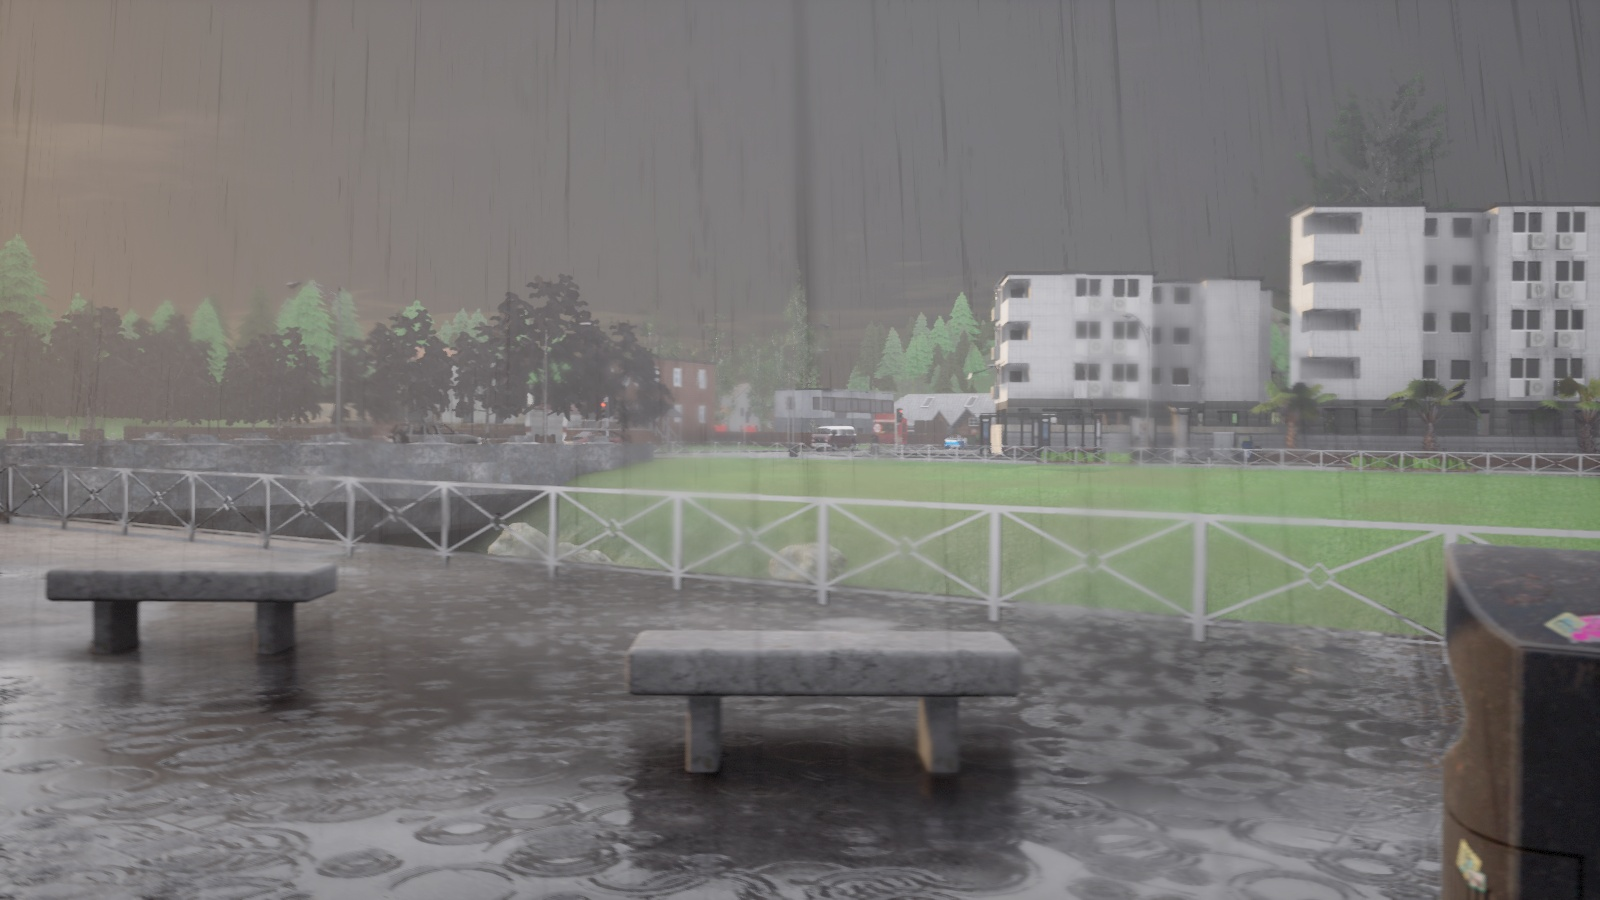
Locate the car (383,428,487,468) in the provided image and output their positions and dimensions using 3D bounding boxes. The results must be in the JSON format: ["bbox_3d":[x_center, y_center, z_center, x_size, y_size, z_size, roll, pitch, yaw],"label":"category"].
[{"bbox_3d":[-17.562,-0.119,60.547,1.932,1.855,4.605,0,1,35],"label":"car"}]

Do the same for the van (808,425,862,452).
[{"bbox_3d":[2.763,-0.912,98.322,2.069,2.038,4.480,0,1,34],"label":"van"}]

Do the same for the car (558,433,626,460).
[{"bbox_3d":[-12.425,-0.204,75.178,1.789,1.549,3.705,0,1,43],"label":"car"}]
